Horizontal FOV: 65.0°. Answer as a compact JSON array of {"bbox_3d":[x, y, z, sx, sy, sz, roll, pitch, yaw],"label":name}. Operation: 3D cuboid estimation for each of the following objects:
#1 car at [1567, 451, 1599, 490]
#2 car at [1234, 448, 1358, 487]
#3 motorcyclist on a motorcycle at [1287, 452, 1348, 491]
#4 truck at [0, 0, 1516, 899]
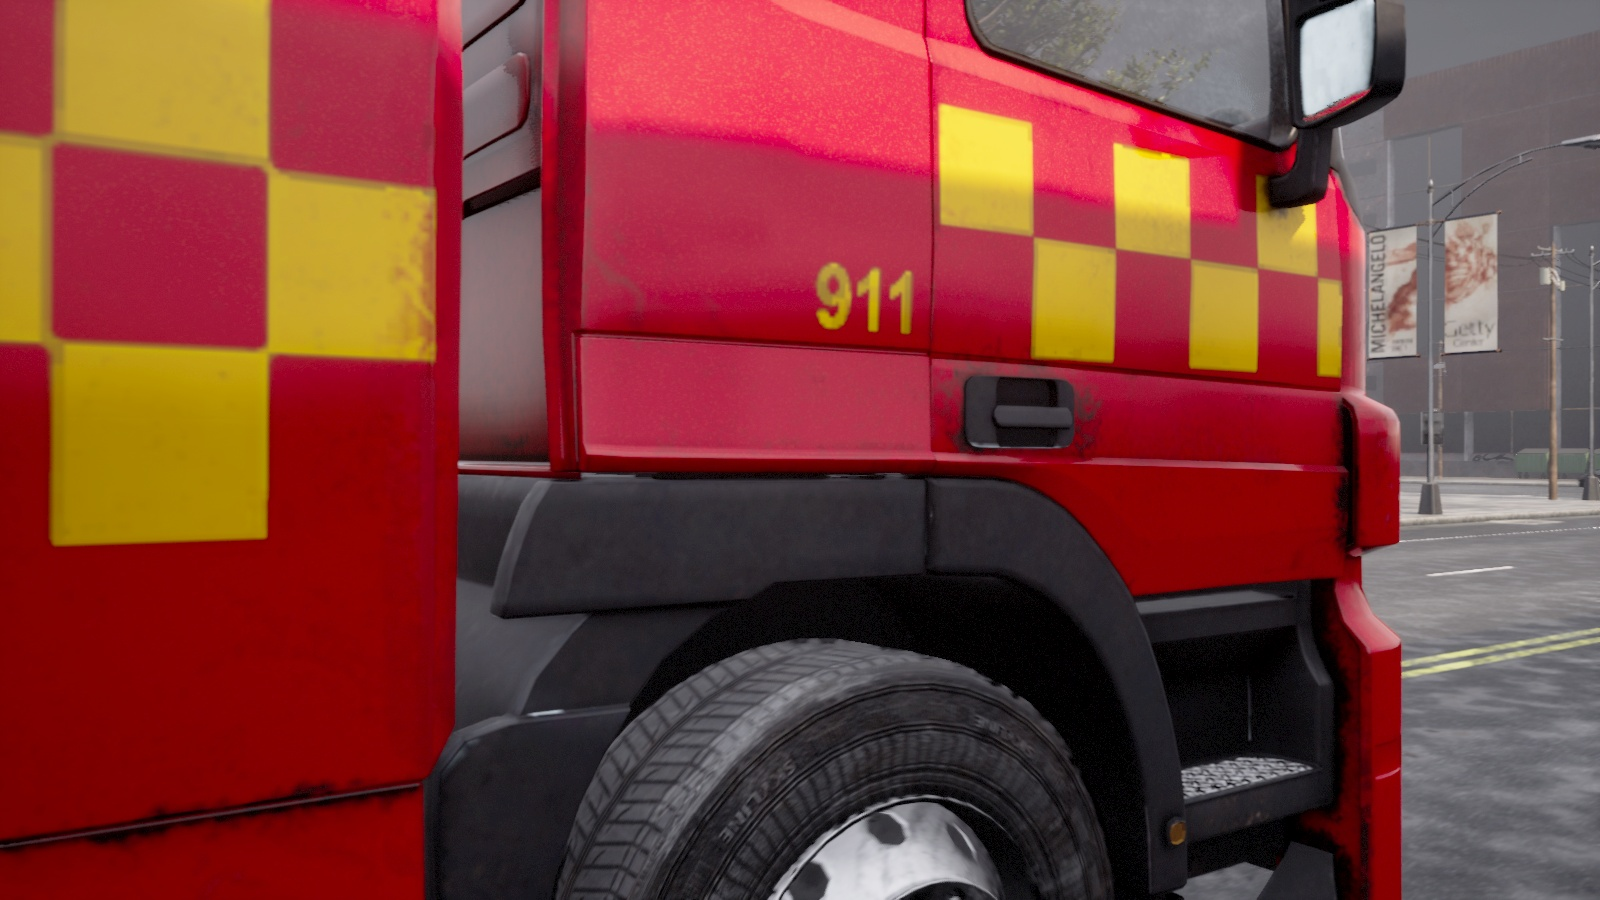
[{"bbox_3d":[32.189,0.793,47.668,2.163,1.488,4.792,0,0,-34],"label":"car"},{"bbox_3d":[22.135,0.766,56.185,2.033,1.649,4.856,0,0,-34],"label":"car"},{"bbox_3d":[21.192,0.861,51.438,0.866,1.530,2.191,0,0,-33],"label":"motorcyclist on a motorcycle"},{"bbox_3d":[-2.514,-0.410,1.913,8.468,3.827,2.891,0,0,-35],"label":"truck"}]
